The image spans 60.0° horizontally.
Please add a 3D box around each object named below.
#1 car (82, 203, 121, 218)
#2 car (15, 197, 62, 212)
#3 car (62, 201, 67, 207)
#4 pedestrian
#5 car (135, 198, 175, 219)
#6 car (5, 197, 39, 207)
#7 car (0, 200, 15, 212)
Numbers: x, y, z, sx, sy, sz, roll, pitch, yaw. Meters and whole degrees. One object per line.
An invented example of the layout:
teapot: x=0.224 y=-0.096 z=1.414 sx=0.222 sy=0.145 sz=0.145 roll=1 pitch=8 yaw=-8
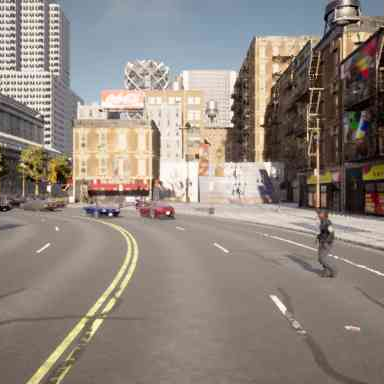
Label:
car: x=-8.314 y=1.600 z=30.101 sx=1.895 sy=1.301 sz=4.718 roll=0 pitch=0 yaw=-38
car: x=-18.084 y=1.548 z=39.071 sx=5.357 sy=1.411 sz=2.033 roll=0 pitch=0 yaw=34
car: x=-20.435 y=1.595 z=48.155 sx=4.718 sy=1.301 sz=1.895 roll=0 pitch=0 yaw=30
pedestrian: x=3.468 y=1.294 z=8.642 sx=0.375 sy=1.860 sz=0.375 roll=0 pitch=0 yaw=-3
car: x=-3.154 y=1.526 z=28.771 sx=1.812 sy=1.442 sz=4.674 roll=0 pitch=0 yaw=-32
car: x=-25.737 y=1.520 z=50.328 sx=4.674 sy=1.452 sz=2.002 roll=0 pitch=0 yaw=20
car: x=-22.597 y=1.547 z=37.563 sx=5.357 sy=1.411 sz=2.033 roll=0 pitch=0 yaw=30
